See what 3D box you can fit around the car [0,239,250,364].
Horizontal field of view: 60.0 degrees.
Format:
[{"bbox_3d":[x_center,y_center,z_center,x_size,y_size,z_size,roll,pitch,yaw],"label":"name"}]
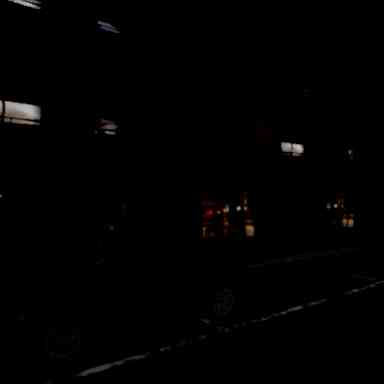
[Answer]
[{"bbox_3d":[-0.964,1.571,5.872,4.507,1.381,1.887,1,0,-35],"label":"car"}]
